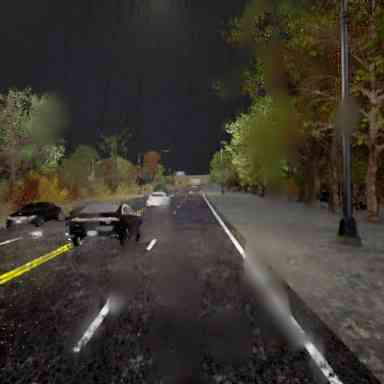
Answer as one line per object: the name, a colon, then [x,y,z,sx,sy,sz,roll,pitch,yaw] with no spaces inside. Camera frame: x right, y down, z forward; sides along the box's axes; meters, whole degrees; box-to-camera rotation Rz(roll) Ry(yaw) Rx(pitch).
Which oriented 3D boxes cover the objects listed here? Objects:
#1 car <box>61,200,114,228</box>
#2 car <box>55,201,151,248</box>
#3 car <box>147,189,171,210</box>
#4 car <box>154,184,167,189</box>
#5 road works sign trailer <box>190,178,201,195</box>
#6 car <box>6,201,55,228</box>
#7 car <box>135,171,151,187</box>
car: [-6.460,1.302,21.119,1.994,1.385,4.181,-2,1,1]
car: [-3.085,1.211,12.743,2.128,1.511,4.902,-1,-3,0]
car: [-2.910,0.742,29.597,1.812,1.442,4.674,1,1,0]
car: [-5.850,-0.457,62.048,2.150,2.045,5.566,2,1,1]
road works sign trailer: [0.740,-1.166,69.477,2.380,3.560,2.880,-2,1,1]
car: [-9.741,1.354,21.008,1.812,1.442,4.674,-2,1,1]
car: [-9.030,-2.258,62.306,2.150,2.045,5.566,-28,6,-15]
